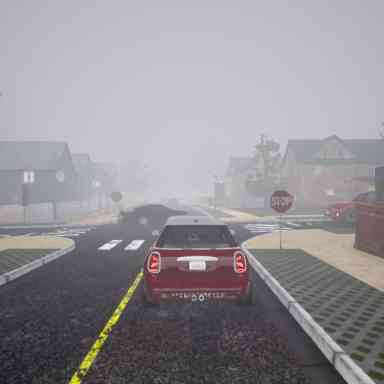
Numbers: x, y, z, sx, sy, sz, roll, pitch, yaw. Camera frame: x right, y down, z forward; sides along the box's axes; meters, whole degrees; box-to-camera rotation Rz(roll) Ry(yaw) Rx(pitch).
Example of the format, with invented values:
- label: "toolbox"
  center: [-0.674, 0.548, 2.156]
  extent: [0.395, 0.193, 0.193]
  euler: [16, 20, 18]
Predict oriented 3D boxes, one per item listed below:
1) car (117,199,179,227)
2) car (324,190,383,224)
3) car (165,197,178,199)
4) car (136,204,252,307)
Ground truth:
- label: "car"
  center: [-2.507, 1.493, 22.075]
  extent: [5.008, 1.535, 1.882]
  euler: [0, 1, -39]
- label: "car"
  center: [11.554, 0.920, 21.517]
  extent: [5.566, 2.045, 2.150]
  euler: [-1, 0, 1]
- label: "car"
  center: [-3.484, 1.750, 61.785]
  extent: [1.837, 1.490, 4.892]
  euler: [0, -1, -9]
- label: "car"
  center: [0.045, 1.353, 8.151]
  extent: [2.097, 1.767, 4.553]
  euler: [0, 0, -1]
